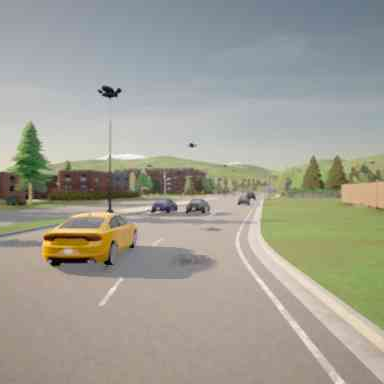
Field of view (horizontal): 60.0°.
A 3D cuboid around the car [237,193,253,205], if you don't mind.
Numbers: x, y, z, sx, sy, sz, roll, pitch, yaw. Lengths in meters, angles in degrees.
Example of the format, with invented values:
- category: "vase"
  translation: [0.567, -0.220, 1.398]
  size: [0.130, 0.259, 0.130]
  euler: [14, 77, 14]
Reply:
- category: "car"
  translation: [8.242, 1.380, 52.876]
  size: [2.033, 1.411, 5.357]
  euler: [0, 0, 12]

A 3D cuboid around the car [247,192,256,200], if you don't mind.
- category: "car"
  translation: [14.303, 0.966, 80.741]
  size: [2.150, 2.045, 5.566]
  euler: [0, 0, 12]

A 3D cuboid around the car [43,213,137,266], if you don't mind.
- category: "car"
  translation: [-3.232, 1.452, 11.513]
  size: [1.882, 1.535, 5.008]
  euler: [0, 0, 3]

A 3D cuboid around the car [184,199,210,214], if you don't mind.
- category: "car"
  translation: [0.634, 1.429, 33.819]
  size: [1.812, 1.442, 4.674]
  euler: [0, 0, 12]

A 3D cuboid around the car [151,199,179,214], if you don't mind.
- category: "car"
  translation: [-2.807, 1.434, 34.454]
  size: [1.812, 1.442, 4.674]
  euler: [0, 0, 12]
